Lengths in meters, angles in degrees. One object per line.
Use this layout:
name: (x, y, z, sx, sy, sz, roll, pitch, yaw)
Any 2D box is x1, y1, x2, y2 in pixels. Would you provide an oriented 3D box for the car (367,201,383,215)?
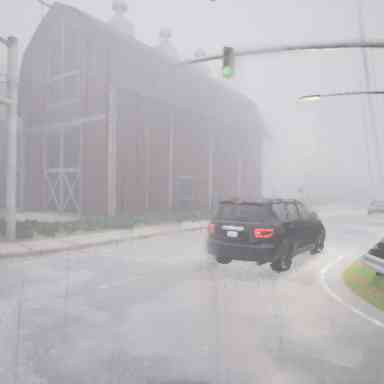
car: (18.680, 1.565, 32.767, 1.895, 1.301, 4.718, 1, 1, 36)

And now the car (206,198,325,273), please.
car: (2.660, 1.217, 10.993, 2.150, 2.045, 5.566, 1, 0, 36)
